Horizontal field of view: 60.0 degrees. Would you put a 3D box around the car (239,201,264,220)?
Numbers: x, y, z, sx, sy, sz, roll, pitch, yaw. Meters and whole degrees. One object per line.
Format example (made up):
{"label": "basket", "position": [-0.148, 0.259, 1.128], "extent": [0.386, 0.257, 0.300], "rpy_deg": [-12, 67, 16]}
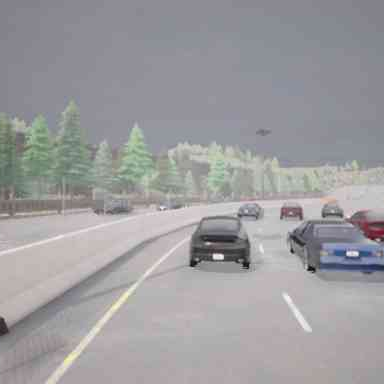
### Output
{"label": "car", "position": [5.440, 1.718, 30.575], "extent": [2.033, 1.411, 5.357], "rpy_deg": [0, 0, 19]}

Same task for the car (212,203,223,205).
{"label": "car", "position": [3.468, 1.575, 44.260], "extent": [2.097, 1.767, 4.553], "rpy_deg": [0, 0, 26]}

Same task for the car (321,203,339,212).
{"label": "car", "position": [13.948, 1.788, 33.090], "extent": [1.994, 1.385, 4.181], "rpy_deg": [0, 0, 22]}

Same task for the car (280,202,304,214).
{"label": "car", "position": [9.280, 1.668, 30.784], "extent": [1.882, 1.535, 5.008], "rpy_deg": [0, 0, 19]}

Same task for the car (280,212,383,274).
{"label": "car", "position": [4.389, 1.621, 10.916], "extent": [2.033, 1.411, 5.357], "rpy_deg": [0, 0, 7]}

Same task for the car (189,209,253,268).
{"label": "car", "position": [1.026, 1.565, 11.647], "extent": [1.837, 1.490, 4.892], "rpy_deg": [0, 0, 7]}

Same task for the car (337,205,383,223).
{"label": "car", "position": [8.842, 1.598, 16.263], "extent": [1.882, 1.535, 5.008], "rpy_deg": [0, 0, 11]}

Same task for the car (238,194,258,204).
{"label": "car", "position": [12.241, 1.541, 72.205], "extent": [2.150, 2.045, 5.566], "rpy_deg": [0, 0, 33]}
